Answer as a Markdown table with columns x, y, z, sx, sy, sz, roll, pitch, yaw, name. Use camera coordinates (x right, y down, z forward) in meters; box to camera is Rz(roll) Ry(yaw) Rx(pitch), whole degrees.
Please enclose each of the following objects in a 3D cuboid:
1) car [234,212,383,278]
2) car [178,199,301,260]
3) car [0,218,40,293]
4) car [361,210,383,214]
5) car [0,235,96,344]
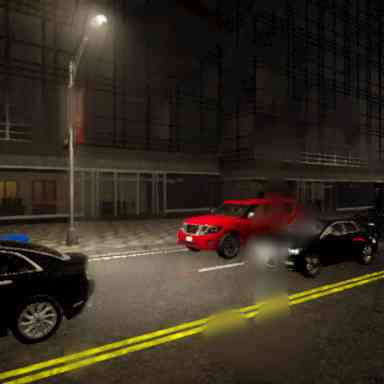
| x | y | z | sx | sy | sz | roll | pitch | yaw | name |
| --- | --- | --- | --- | --- | --- | --- | --- | --- | --- |
| 3.960 | 1.569 | 10.490 | 4.902 | 1.511 | 2.128 | 1 | 0 | -35 | car |
| 2.152 | 1.299 | 13.187 | 5.566 | 2.045 | 2.150 | 1 | 0 | -36 | car |
| -6.218 | 1.469 | 7.213 | 5.008 | 1.535 | 1.882 | 1 | 0 | -36 | car |
| 10.554 | 1.728 | 19.186 | 4.181 | 1.385 | 1.994 | 1 | 0 | -36 | car |
| -3.932 | 1.501 | 4.862 | 4.892 | 1.490 | 1.837 | 1 | -1 | -36 | car |
